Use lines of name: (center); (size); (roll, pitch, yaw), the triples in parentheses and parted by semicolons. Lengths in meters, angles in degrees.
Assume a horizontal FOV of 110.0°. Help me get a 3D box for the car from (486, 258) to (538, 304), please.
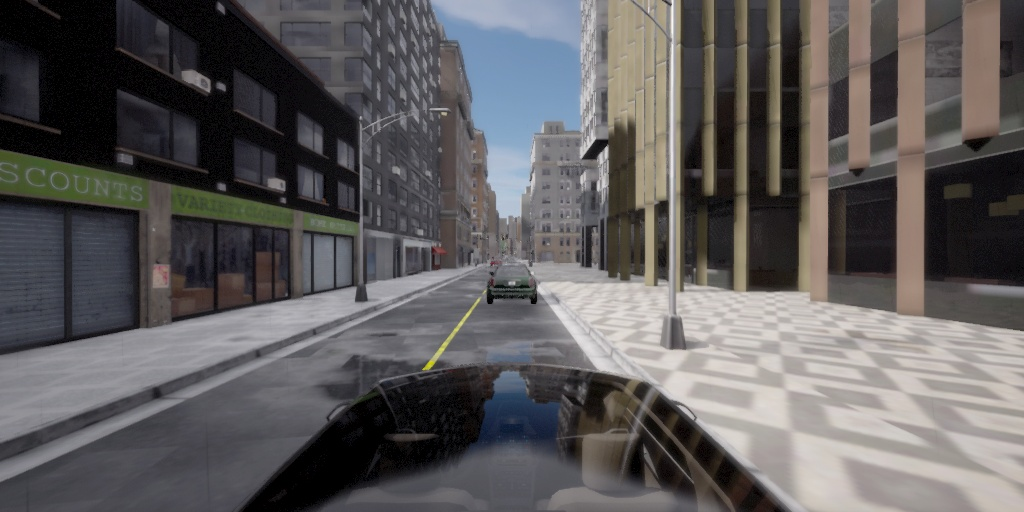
car: (0.001, 1.110, 16.470); (2.097, 1.767, 4.553); (0, 0, 0)
